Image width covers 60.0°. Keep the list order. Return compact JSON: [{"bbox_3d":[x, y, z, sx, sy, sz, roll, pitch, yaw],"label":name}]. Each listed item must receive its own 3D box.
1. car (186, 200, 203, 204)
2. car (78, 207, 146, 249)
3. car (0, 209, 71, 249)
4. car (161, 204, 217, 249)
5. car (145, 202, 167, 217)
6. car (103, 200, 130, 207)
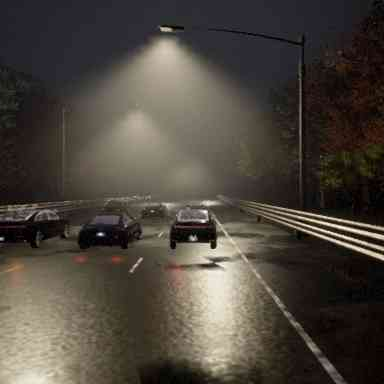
[{"bbox_3d":[0.255,1.488,29.470,2.128,1.511,4.902,0,0,1],"label":"car"},{"bbox_3d":[-3.436,1.575,14.572,1.994,1.385,4.181,0,0,0],"label":"car"},{"bbox_3d":[-6.936,1.499,14.603,2.128,1.511,4.902,0,0,0],"label":"car"},{"bbox_3d":[0.063,1.498,14.543,2.128,1.511,4.902,0,0,0],"label":"car"},{"bbox_3d":[-3.245,1.567,29.529,1.994,1.385,4.181,0,0,1],"label":"car"},{"bbox_3d":[-6.717,1.433,29.563,1.812,1.442,4.674,5,5,1],"label":"car"}]
